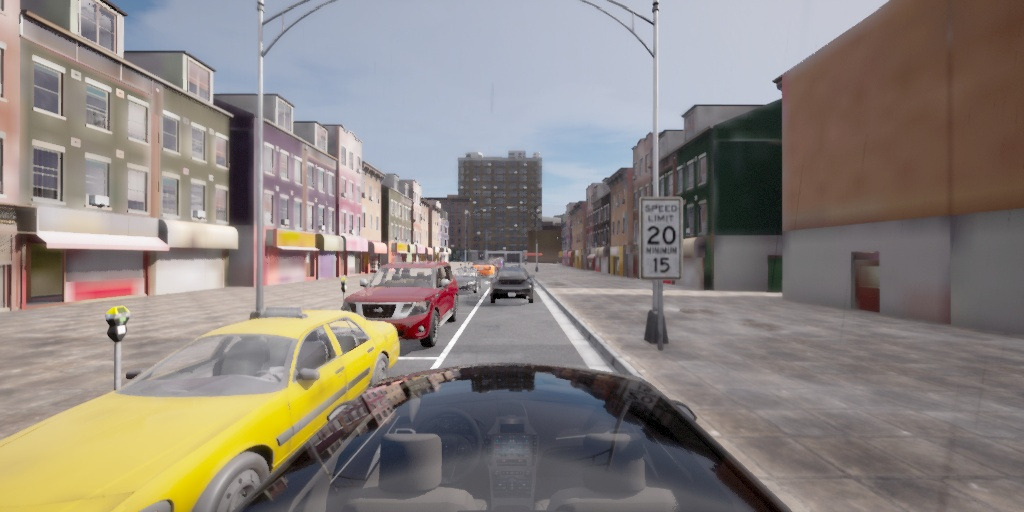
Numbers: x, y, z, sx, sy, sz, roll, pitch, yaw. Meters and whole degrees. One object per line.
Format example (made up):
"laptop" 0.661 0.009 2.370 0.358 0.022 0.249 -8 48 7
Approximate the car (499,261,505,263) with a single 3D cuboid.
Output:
"car" 0.000 1.386 31.530 1.895 1.301 4.718 0 0 0

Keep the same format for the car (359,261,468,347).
"car" -2.637 1.065 9.476 2.192 1.841 5.009 0 0 0

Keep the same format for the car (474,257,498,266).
"car" -2.750 1.123 34.015 2.097 1.767 4.553 0 0 0

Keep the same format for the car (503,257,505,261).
"car" -2.637 1.107 53.029 2.192 1.841 5.009 0 0 0

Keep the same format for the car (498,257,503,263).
"car" -2.637 1.228 47.584 1.967 1.591 4.097 0 0 0

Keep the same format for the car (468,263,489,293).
"car" -2.637 1.307 20.364 2.007 1.370 4.403 0 0 0

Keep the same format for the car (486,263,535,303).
"car" 0.000 1.271 16.501 1.837 1.490 4.892 0 0 0

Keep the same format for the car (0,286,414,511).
"car" -2.637 1.274 3.863 1.751 1.417 4.829 0 0 0
